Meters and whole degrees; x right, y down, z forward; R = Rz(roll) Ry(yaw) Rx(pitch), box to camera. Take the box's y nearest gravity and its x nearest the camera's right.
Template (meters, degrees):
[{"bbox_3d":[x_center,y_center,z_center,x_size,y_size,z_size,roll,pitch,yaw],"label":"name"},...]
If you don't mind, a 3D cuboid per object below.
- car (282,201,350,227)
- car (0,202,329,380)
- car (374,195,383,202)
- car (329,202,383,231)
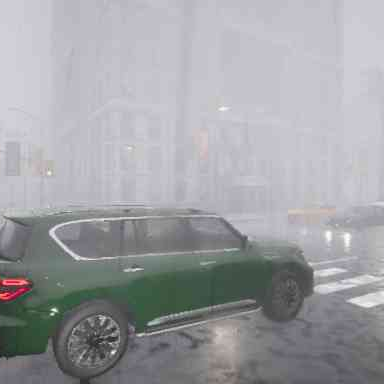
[{"bbox_3d":[8.952,1.505,23.916,5.008,1.535,1.882,0,0,-32],"label":"car"},{"bbox_3d":[-0.408,1.248,5.694,5.566,2.045,2.150,0,0,-32],"label":"car"},{"bbox_3d":[17.638,1.258,29.223,5.566,2.045,2.150,0,0,-31],"label":"car"},{"bbox_3d":[10.770,1.573,20.928,5.357,1.411,2.033,0,0,-32],"label":"car"}]
